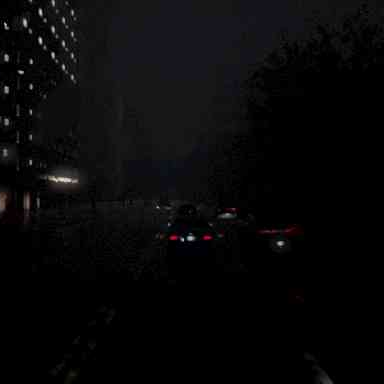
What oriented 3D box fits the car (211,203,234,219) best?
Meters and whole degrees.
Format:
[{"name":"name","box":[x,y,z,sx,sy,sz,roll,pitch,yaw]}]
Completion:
[{"name":"car","box":[2.826,1.724,29.475,2.128,1.511,4.902,-2,-2,-2]}]

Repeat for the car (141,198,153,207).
[{"name":"car","box":[-8.629,1.952,64.150,2.097,1.767,4.553,0,-1,-3]}]

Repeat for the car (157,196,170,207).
[{"name":"car","box":[-5.317,1.811,63.096,2.150,2.045,5.566,0,-1,-3]}]

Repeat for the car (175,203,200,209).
[{"name":"car","box":[-0.406,1.779,29.371,1.837,1.490,4.892,0,0,-1]}]

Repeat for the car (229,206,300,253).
[{"name":"car","box":[3.144,1.596,14.384,2.128,1.511,4.902,-4,1,-1]}]

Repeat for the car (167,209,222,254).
[{"name":"car","box":[-0.079,1.678,14.041,2.033,1.411,5.357,0,0,-1]}]
